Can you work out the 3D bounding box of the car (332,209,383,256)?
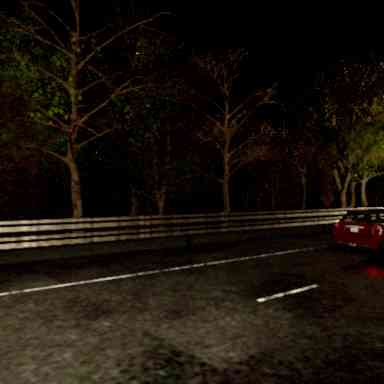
[{"bbox_3d":[7.876,1.488,13.849,4.553,1.767,2.097,1,-1,-36],"label":"car"}]
